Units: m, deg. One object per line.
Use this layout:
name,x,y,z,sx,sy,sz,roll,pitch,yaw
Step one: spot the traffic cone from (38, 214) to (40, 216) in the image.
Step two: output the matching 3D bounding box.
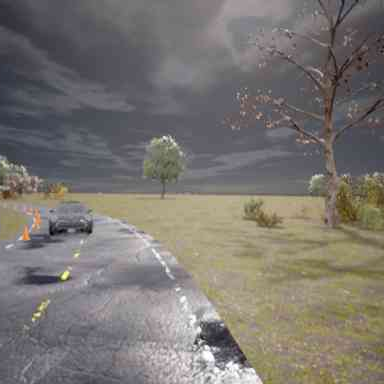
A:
traffic cone,-11.209,1.861,24.351,0.340,0.580,0.340,0,0,-25

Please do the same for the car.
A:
car,-6.653,1.299,18.356,2.097,1.767,4.553,0,0,-20

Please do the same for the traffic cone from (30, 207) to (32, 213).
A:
traffic cone,-15.864,1.800,32.836,0.340,0.580,0.340,0,0,-32

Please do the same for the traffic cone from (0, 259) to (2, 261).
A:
traffic cone,-6.345,1.923,10.686,0.340,0.580,0.340,0,0,-14

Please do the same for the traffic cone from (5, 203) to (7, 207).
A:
traffic cone,-24.777,1.671,44.280,0.340,0.580,0.340,1,0,-43

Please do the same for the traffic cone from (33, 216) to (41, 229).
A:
traffic cone,-9.298,1.886,19.903,0.340,0.580,0.340,0,0,-21

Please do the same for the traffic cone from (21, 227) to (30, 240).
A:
traffic cone,-7.674,1.906,15.342,0.340,0.580,0.340,0,0,-18

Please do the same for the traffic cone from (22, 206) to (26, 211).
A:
traffic cone,-18.589,1.762,36.838,0.340,0.580,0.340,0,0,-36
